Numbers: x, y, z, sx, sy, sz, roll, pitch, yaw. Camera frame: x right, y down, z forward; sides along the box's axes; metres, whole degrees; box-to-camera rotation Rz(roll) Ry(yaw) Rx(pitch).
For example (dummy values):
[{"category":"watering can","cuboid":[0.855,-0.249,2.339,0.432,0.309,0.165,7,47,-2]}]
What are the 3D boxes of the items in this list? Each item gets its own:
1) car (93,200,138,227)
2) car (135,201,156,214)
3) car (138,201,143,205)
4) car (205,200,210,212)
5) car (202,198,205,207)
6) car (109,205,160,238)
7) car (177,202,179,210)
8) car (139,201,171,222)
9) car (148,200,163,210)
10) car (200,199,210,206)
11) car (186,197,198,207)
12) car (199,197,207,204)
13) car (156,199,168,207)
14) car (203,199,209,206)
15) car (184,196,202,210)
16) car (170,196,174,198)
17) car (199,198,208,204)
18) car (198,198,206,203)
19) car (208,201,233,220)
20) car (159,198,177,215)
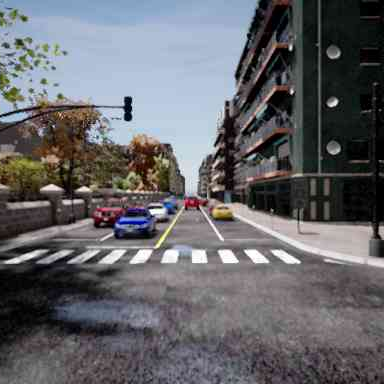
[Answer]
[{"category":"car","cuboid":[-5.686,1.503,24.471,2.192,1.841,5.009,0,0,0]},{"category":"car","cuboid":[-5.680,1.866,41.075,1.887,1.381,4.507,0,0,0]},{"category":"car","cuboid":[-5.682,1.717,35.540,1.967,1.590,4.097,0,0,0]},{"category":"car","cuboid":[2.698,1.821,35.537,1.887,1.381,4.507,0,0,0]},{"category":"car","cuboid":[2.707,2.047,63.213,1.887,1.381,4.507,0,0,0]},{"category":"car","cuboid":[-3.094,1.670,18.869,1.812,1.442,4.674,0,0,0]},{"category":"car","cuboid":[-3.015,1.948,48.823,1.994,1.385,4.181,0,0,0]},{"category":"car","cuboid":[-3.099,1.747,28.593,1.812,1.442,4.674,0,0,1]},{"category":"car","cuboid":[-5.677,1.994,52.144,1.802,1.307,4.206,0,0,0]},{"category":"car","cuboid":[2.708,2.094,68.747,1.887,1.381,4.507,0,0,0]},{"category":"car","cuboid":[0.019,1.830,60.175,2.097,1.767,4.553,0,0,0]},{"category":"car","cuboid":[2.712,2.131,85.353,1.967,1.590,4.097,0,0,0]},{"category":"car","cuboid":[-5.673,2.085,63.214,1.802,1.307,4.206,0,0,0]},{"category":"car","cuboid":[2.700,1.872,41.073,2.008,1.369,4.403,0,0,0]},{"category":"car","cuboid":[0.016,1.614,49.816,2.150,2.045,5.566,0,0,0]},{"category":"car","cuboid":[-5.671,2.120,74.114,1.752,1.417,4.829,0,0,0]},{"category":"car","cuboid":[2.711,2.209,79.818,1.947,1.339,4.313,0,0,0]},{"category":"car","cuboid":[2.715,2.305,90.887,1.947,1.339,4.313,0,0,0]},{"category":"car","cuboid":[2.697,1.759,30.173,1.752,1.417,4.829,0,0,0]},{"category":"car","cuboid":[-3.068,1.782,38.889,1.882,1.535,5.008,0,0,0]}]
